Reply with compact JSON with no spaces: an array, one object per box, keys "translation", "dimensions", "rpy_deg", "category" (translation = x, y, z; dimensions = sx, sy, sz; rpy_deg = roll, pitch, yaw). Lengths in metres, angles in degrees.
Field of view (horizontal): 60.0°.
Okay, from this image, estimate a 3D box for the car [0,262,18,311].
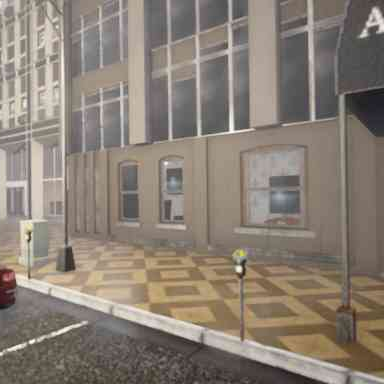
[{"translation":[-5.000,1.583,6.454],"dimensions":[4.206,1.307,1.802],"rpy_deg":[0,-1,36],"category":"car"}]
